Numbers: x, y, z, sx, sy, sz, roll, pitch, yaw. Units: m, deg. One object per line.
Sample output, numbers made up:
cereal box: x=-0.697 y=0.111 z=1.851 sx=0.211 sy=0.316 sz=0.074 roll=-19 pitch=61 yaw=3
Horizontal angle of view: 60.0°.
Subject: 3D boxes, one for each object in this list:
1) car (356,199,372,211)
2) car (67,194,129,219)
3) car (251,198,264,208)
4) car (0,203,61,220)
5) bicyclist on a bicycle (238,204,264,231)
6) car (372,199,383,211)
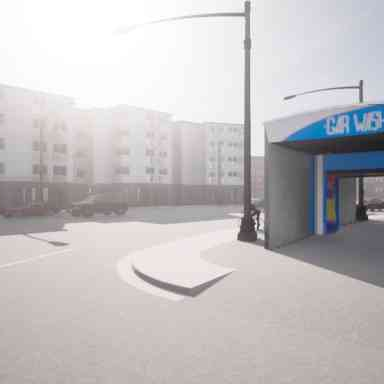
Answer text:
car: x=15.684 y=1.601 z=34.084 sx=4.718 sy=1.301 sz=1.895 roll=0 pitch=0 yaw=-22
car: x=-8.321 y=1.221 z=29.923 sx=2.150 sy=2.045 sz=5.566 roll=0 pitch=0 yaw=41
car: x=10.128 y=1.547 z=47.121 sx=5.357 sy=1.411 sz=2.033 roll=0 pitch=0 yaw=-22
car: x=-13.869 y=1.600 z=28.454 sx=1.895 sy=1.301 sz=4.718 roll=0 pitch=0 yaw=36
bicyclist on a bicycle: x=3.233 y=1.301 z=18.267 sx=1.656 sy=1.620 sz=0.582 roll=0 pitch=0 yaw=38
car: x=22.009 y=1.526 z=39.913 sx=4.674 sy=1.442 sz=1.812 roll=0 pitch=0 yaw=-18
